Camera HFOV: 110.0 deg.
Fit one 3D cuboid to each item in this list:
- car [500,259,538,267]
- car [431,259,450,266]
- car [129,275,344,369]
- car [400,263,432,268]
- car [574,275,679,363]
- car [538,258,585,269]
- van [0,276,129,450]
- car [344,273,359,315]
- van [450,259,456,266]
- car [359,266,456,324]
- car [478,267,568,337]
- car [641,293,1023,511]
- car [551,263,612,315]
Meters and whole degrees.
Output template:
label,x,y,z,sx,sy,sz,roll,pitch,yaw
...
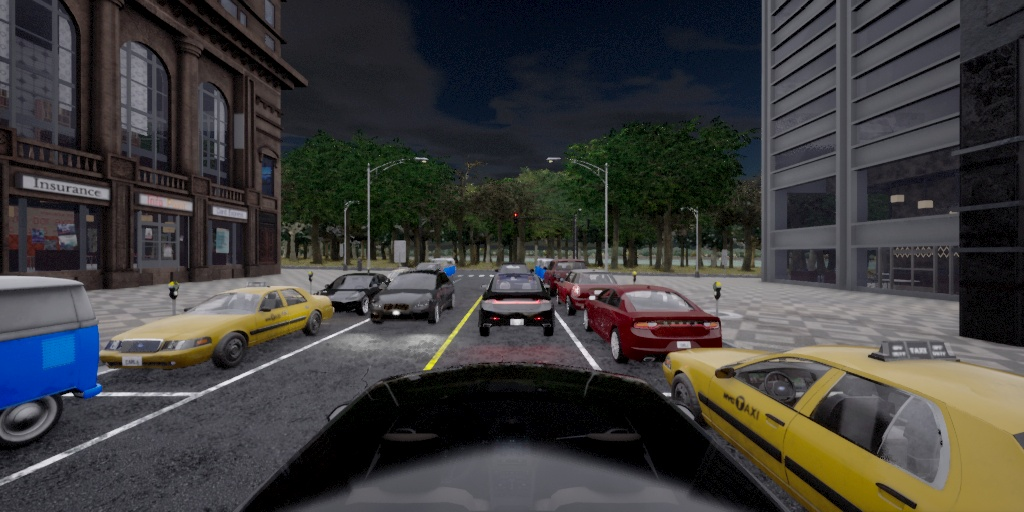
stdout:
label,x,y,z,sx,sy,sz,roll,pitch,yaw
car,0.128,1.103,19.281,2.097,1.767,4.553,0,0,1
car,-5.728,1.192,24.327,1.967,1.591,4.097,0,0,0
car,-5.754,1.275,7.845,1.751,1.417,4.829,0,0,0
car,-5.737,1.277,18.720,1.751,1.417,4.829,0,0,0
car,2.772,1.295,8.002,1.888,1.381,4.507,0,0,0
car,2.789,1.066,18.877,2.192,1.841,5.009,0,0,0
van,-5.762,1.091,2.578,1.690,1.789,3.998,0,0,0
car,-5.745,1.316,13.452,1.948,1.339,4.313,0,0,0
van,-5.719,1.094,29.765,1.690,1.789,3.998,0,0,0
car,-3.077,1.255,11.969,1.837,1.490,4.892,0,0,0
car,0.114,1.242,10.316,2.128,1.511,4.902,0,0,0
car,2.763,1.275,2.734,1.751,1.417,4.829,0,0,0
car,2.780,1.190,13.439,1.967,1.591,4.097,0,0,0
